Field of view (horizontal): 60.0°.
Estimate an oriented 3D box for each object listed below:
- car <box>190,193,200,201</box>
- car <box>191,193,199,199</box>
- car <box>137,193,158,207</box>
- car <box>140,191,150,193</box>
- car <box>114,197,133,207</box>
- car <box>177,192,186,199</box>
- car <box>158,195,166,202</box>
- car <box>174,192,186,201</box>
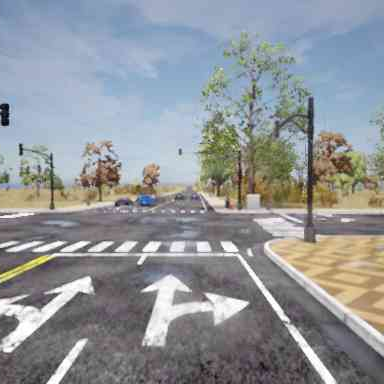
[{"bbox_3d":[0.582,0.989,72.105,2.097,1.767,4.553,0,0,1],"label":"car"},{"bbox_3d":[0.754,1.027,82.203,1.994,1.385,4.181,0,0,1],"label":"car"},{"bbox_3d":[-6.414,1.252,47.429,1.882,1.535,5.008,0,1,1],"label":"car"},{"bbox_3d":[-9.284,0.897,65.456,2.150,2.045,5.566,0,0,1],"label":"car"},{"bbox_3d":[-9.666,1.338,47.360,1.994,1.385,4.181,0,0,1],"label":"car"},{"bbox_3d":[-2.496,0.829,82.228,2.097,1.767,4.553,0,0,1],"label":"car"},{"bbox_3d":[-6.082,1.251,63.474,1.994,1.385,4.181,0,0,1],"label":"car"},{"bbox_3d":[-2.667,0.988,72.194,2.097,1.767,4.553,0,0,1],"label":"car"}]
